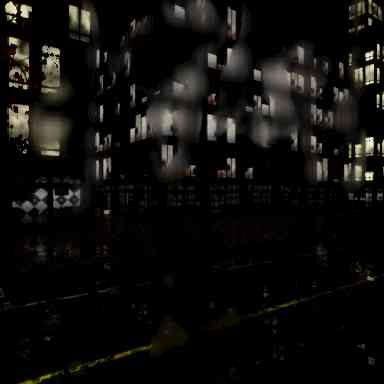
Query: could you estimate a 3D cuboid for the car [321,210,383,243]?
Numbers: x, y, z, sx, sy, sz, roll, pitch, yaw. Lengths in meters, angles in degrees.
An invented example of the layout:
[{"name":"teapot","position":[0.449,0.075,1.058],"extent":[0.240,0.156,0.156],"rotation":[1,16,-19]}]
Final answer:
[{"name":"car","position":[8.140,1.563,16.226],"extent":[4.313,1.339,1.947],"rotation":[0,0,-36]}]
